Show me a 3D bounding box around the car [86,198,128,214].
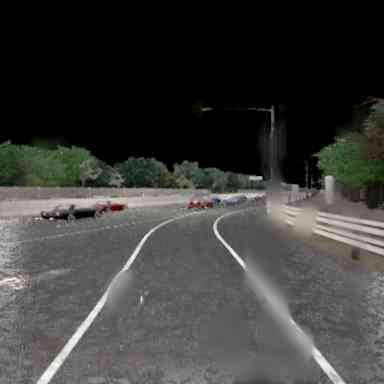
[{"bbox_3d":[-8.677,1.563,34.741,1.895,1.301,4.718,-1,0,22],"label":"car"}]

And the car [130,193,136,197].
[{"bbox_3d":[-13.646,1.251,77.952,2.150,2.045,5.566,-1,0,22],"label":"car"}]

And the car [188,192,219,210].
[{"bbox_3d":[1.195,1.229,40.338,2.097,1.767,4.553,-1,0,22],"label":"car"}]

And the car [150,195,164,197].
[{"bbox_3d":[-7.005,1.445,75.696,1.882,1.535,5.008,-1,0,22],"label":"car"}]

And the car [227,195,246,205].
[{"bbox_3d":[7.297,1.378,55.163,2.033,1.411,5.357,-1,0,22],"label":"car"}]

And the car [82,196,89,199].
[{"bbox_3d":[-19.624,1.583,63.335,2.128,1.511,4.902,0,0,23],"label":"car"}]

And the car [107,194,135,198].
[{"bbox_3d":[-13.016,1.576,61.063,1.994,1.385,4.181,-1,0,23],"label":"car"}]

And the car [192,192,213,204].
[{"bbox_3d":[1.980,1.102,60.658,2.150,2.045,5.566,-1,0,22],"label":"car"}]

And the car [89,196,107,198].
[{"bbox_3d":[-16.257,1.588,62.323,2.033,1.411,5.357,-1,0,23],"label":"car"}]

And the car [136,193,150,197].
[{"bbox_3d":[-10.268,1.474,76.965,1.882,1.535,5.008,-1,0,22],"label":"car"}]

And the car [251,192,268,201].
[{"bbox_3d":[15.225,1.297,74.604,1.812,1.442,4.674,-1,0,22],"label":"car"}]

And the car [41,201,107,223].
[{"bbox_3d":[-8.865,1.560,25.092,1.895,1.301,4.718,-1,0,22],"label":"car"}]

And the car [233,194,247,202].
[{"bbox_3d":[10.484,1.290,72.242,1.882,1.535,5.008,-1,0,22],"label":"car"}]

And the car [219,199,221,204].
[{"bbox_3d":[3.304,1.344,54.656,1.882,1.535,5.008,-1,0,22],"label":"car"}]

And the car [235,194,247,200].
[{"bbox_3d":[12.897,1.359,87.478,1.994,1.385,4.181,-1,0,22],"label":"car"}]
